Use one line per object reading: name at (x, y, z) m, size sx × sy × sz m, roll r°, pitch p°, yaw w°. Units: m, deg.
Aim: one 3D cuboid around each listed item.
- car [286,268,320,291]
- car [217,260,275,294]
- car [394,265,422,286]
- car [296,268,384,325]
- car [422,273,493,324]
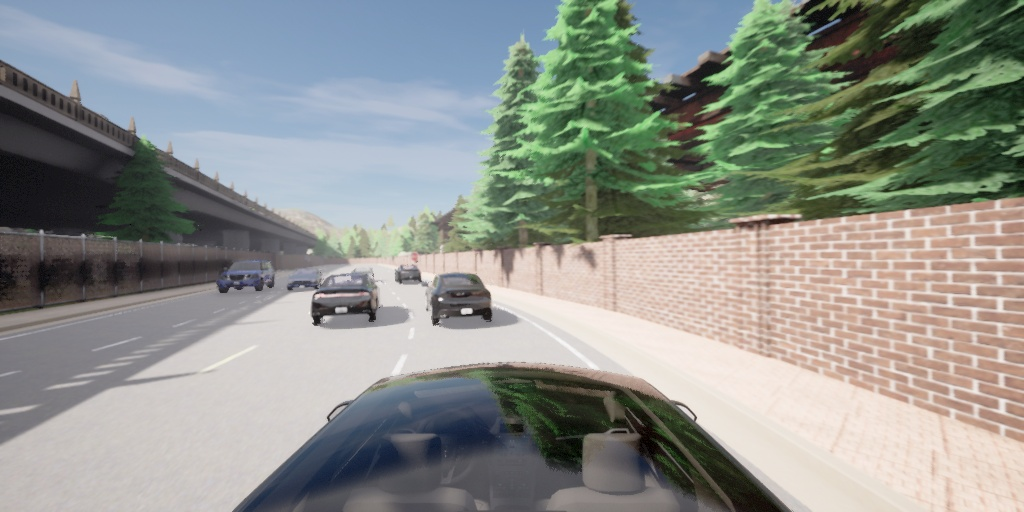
car at (-14.390, 1.592, 25.286) m, size 2.033 × 1.411 × 5.357 m, roll -1°, pitch 0°, yaw -22°
car at (-17.766, 1.306, 24.291) m, size 2.150 × 2.045 × 5.566 m, roll -1°, pitch 0°, yaw -23°
car at (-8.830, 1.478, 30.381) m, size 2.128 × 1.511 × 4.902 m, roll -1°, pitch 0°, yaw -22°
car at (-5.663, 1.364, 12.642) m, size 2.128 × 1.511 × 4.902 m, roll -1°, pitch 0°, yaw -18°
car at (-1.963, 1.324, 12.392) m, size 1.837 × 1.490 × 4.892 m, roll 0°, pitch 0°, yaw -17°
